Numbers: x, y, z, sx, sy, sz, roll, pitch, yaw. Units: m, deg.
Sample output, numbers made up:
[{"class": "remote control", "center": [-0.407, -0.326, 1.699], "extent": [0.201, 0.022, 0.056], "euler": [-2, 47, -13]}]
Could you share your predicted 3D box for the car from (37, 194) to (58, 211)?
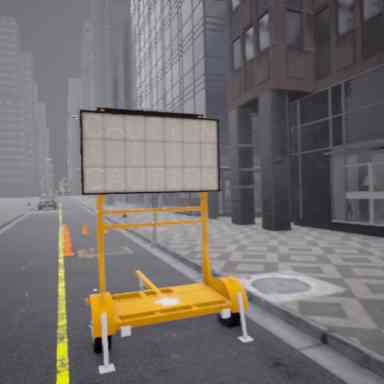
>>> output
[{"class": "car", "center": [-19.135, 1.315, 44.140], "extent": [2.150, 2.045, 5.566], "euler": [-1, 0, -22]}]

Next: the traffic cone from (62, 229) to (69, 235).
[{"class": "traffic cone", "center": [-5.165, 1.949, 13.680], "extent": [0.340, 0.580, 0.340], "euler": [-1, 0, -22]}]

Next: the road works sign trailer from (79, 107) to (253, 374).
[{"class": "road works sign trailer", "center": [-0.682, 0.423, 5.788], "extent": [2.380, 3.560, 2.880], "euler": [-1, 0, -22]}]

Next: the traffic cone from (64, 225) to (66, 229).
[{"class": "traffic cone", "center": [-5.904, 1.952, 15.539], "extent": [0.340, 0.580, 0.340], "euler": [-1, 0, -22]}]

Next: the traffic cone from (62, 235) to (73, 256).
[{"class": "traffic cone", "center": [-4.427, 1.948, 11.821], "extent": [0.340, 0.580, 0.340], "euler": [-1, 0, -22]}]
